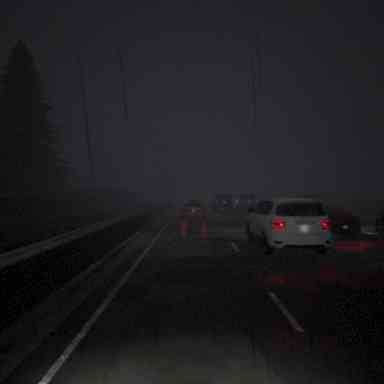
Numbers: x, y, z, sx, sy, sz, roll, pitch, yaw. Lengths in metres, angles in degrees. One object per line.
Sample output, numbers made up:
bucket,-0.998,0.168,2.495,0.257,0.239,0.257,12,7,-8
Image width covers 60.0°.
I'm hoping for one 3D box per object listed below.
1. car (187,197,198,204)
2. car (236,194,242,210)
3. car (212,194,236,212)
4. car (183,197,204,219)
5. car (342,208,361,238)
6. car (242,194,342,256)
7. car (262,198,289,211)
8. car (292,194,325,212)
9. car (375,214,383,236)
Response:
car,0.135,1.587,63.973,1.994,1.385,4.181,0,0,0
car,7.123,1.237,44.315,2.150,2.045,5.566,0,0,0
car,3.622,1.235,40.081,2.150,2.045,5.566,0,0,0
car,0.120,1.467,29.321,1.801,1.575,5.366,0,0,0
car,7.113,1.483,17.880,1.882,1.535,5.008,0,0,0
car,3.608,1.226,13.339,2.150,2.045,5.566,0,0,0
car,10.622,1.562,42.656,2.033,1.411,5.357,0,0,0
car,14.122,1.235,40.718,2.150,2.045,5.566,0,0,0
car,10.608,1.357,15.521,2.097,1.767,4.553,0,0,0
